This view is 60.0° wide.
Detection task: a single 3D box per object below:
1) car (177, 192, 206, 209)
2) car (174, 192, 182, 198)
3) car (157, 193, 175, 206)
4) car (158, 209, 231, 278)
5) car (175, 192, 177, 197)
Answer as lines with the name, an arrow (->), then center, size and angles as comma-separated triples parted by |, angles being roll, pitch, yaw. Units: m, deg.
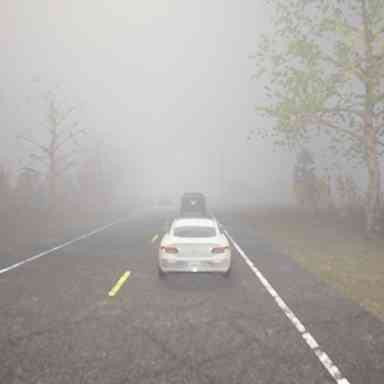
car -> 0.104, 1.023, 29.624 | 2.150, 2.045, 5.566 | 0, 0, 0
car -> -3.568, 0.728, 86.720 | 1.837, 1.490, 4.892 | 0, 1, 0
car -> -3.719, 1.181, 46.480 | 1.837, 1.490, 4.892 | 0, 1, -2
car -> 0.081, 1.460, 9.788 | 1.812, 1.442, 4.674 | 0, 1, 1
car -> -3.442, 0.721, 79.400 | 1.837, 1.490, 4.892 | 0, 1, -2
